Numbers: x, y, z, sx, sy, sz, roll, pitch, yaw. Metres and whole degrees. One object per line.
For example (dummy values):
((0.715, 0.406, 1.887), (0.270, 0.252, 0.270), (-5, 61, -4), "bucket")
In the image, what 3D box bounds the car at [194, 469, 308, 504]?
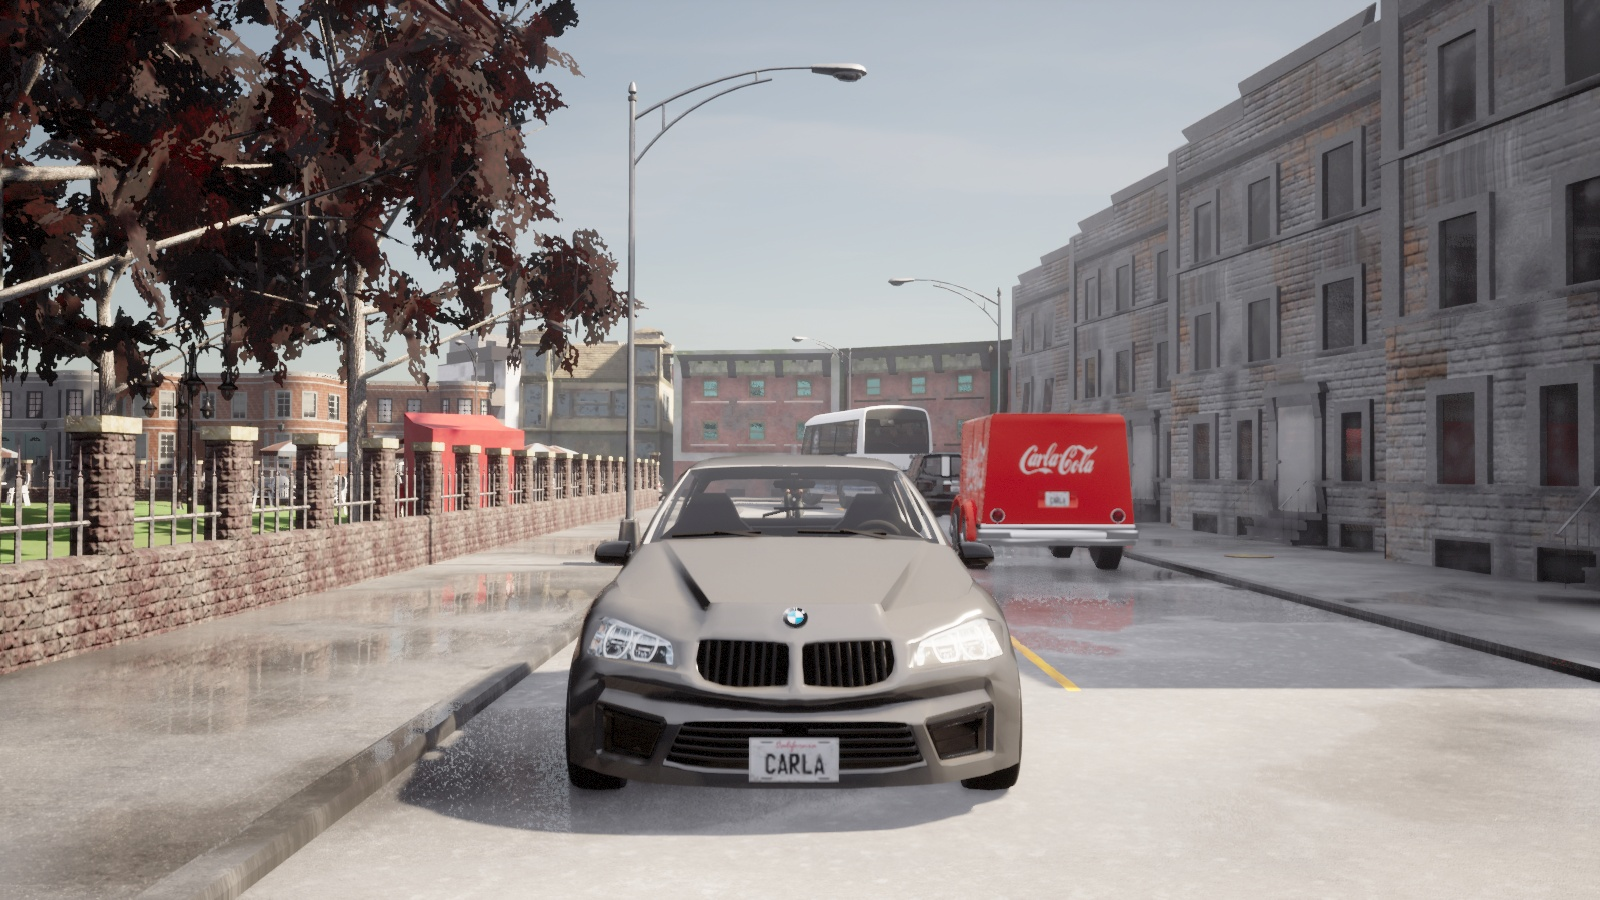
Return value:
((-26.865, 1.798, 61.614), (4.611, 1.667, 2.242), (0, -1, 0), "car")

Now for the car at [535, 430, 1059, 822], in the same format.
((-0.032, 0.787, 7.699), (2.242, 1.667, 4.611), (0, -1, 0), "car")

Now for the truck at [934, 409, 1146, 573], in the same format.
((3.905, 0.671, 21.582), (2.627, 2.467, 5.204), (0, -1, 0), "truck")

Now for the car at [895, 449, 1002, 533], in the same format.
((3.855, 1.078, 33.687), (2.150, 2.045, 5.566), (0, -2, 0), "car")

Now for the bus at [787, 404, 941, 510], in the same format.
((2.571, 0.367, 55.960), (3.944, 4.253, 10.273), (0, -1, -15), "bus")
